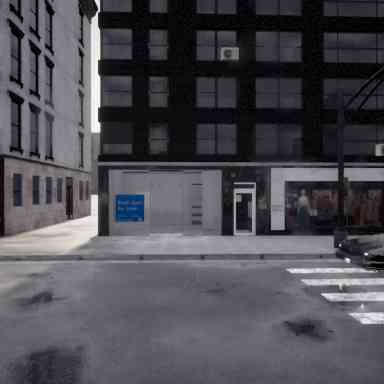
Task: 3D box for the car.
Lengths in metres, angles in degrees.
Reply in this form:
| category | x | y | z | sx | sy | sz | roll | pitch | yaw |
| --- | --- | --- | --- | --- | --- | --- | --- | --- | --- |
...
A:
| category | x | y | z | sx | sy | sz | roll | pitch | yaw |
| --- | --- | --- | --- | --- | --- | --- | --- | --- | --- |
| car | 7.088 | 1.556 | 9.551 | 5.357 | 1.411 | 2.033 | 0 | 0 | -2 |
